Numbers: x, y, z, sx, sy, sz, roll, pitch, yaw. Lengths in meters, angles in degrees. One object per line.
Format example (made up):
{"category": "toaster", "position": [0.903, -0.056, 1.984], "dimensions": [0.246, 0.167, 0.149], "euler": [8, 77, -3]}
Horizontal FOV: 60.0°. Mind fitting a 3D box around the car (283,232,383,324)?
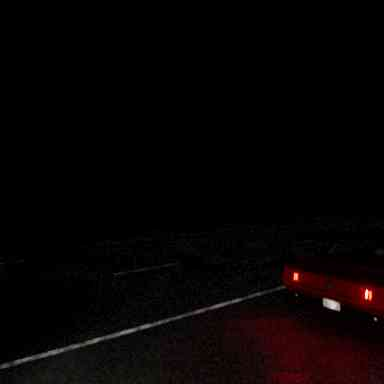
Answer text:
{"category": "car", "position": [4.048, 1.469, 6.613], "dimensions": [4.718, 1.301, 1.895], "euler": [-2, 1, -35]}
